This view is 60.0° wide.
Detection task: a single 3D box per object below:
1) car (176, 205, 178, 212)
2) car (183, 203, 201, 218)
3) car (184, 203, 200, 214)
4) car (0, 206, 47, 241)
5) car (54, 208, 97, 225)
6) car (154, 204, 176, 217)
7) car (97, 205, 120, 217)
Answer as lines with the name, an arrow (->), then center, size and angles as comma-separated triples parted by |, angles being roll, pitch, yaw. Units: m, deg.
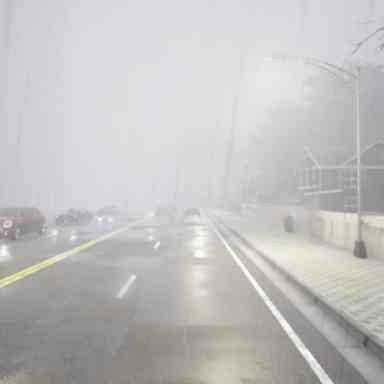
car -> -3.238, 2.421, 49.231 | 1.994, 1.385, 4.181 | 0, -1, 0
car -> 0.009, 2.203, 38.987 | 1.812, 1.442, 4.674 | 0, -1, 0
car -> 0.011, 2.363, 49.092 | 2.128, 1.511, 4.902 | 0, -1, 0
car -> -9.833, 1.596, 18.230 | 2.097, 1.767, 4.553 | 0, -1, 0
car -> -9.835, 2.025, 28.082 | 1.895, 1.301, 4.718 | 0, -1, 0
car -> -3.242, 2.263, 39.017 | 1.895, 1.301, 4.718 | 0, -1, 0
car -> -9.780, 2.195, 39.211 | 1.994, 1.385, 4.181 | 0, -1, 0
